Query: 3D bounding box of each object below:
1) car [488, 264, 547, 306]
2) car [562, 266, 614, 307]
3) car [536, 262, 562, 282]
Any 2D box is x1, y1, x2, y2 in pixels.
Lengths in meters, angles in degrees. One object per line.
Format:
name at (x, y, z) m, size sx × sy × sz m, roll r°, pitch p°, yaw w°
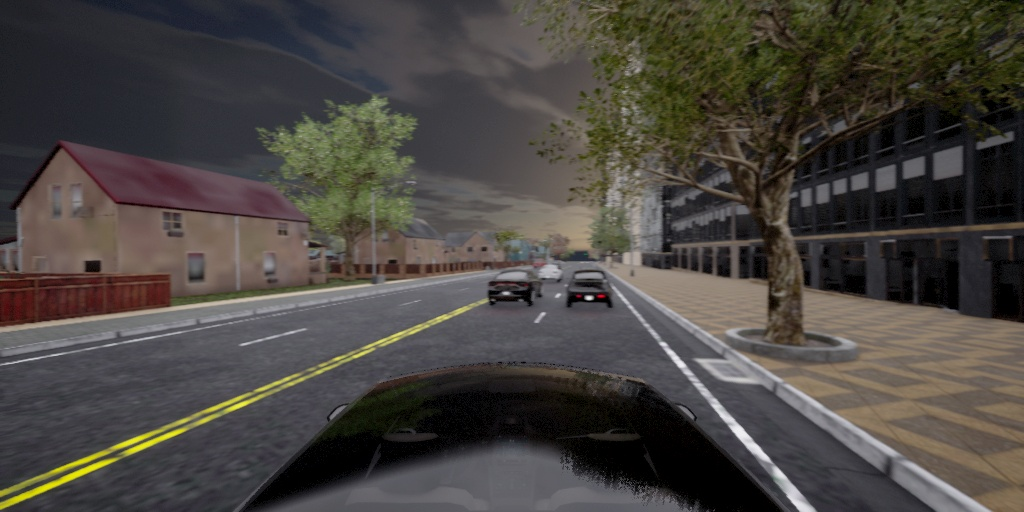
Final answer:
car at (0.291, 1.349, 16.789) m, size 1.882 × 1.535 × 5.008 m, roll -1°, pitch 0°, yaw 12°
car at (3.430, 1.339, 15.939) m, size 1.837 × 1.490 × 4.892 m, roll -1°, pitch 0°, yaw 12°
car at (3.390, 1.495, 31.376) m, size 1.812 × 1.442 × 4.674 m, roll -1°, pitch 0°, yaw 12°
